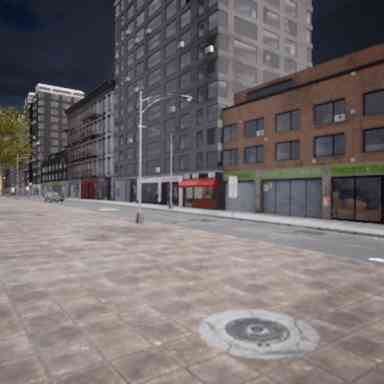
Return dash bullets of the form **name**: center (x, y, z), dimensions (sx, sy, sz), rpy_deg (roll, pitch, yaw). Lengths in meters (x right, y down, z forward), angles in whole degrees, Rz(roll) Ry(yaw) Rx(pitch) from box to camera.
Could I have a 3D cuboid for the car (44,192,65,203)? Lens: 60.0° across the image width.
- **car**: center (-19.109, 0.758, 46.085), dimensions (1.837, 1.490, 4.892), rpy_deg (1, 0, -36)
